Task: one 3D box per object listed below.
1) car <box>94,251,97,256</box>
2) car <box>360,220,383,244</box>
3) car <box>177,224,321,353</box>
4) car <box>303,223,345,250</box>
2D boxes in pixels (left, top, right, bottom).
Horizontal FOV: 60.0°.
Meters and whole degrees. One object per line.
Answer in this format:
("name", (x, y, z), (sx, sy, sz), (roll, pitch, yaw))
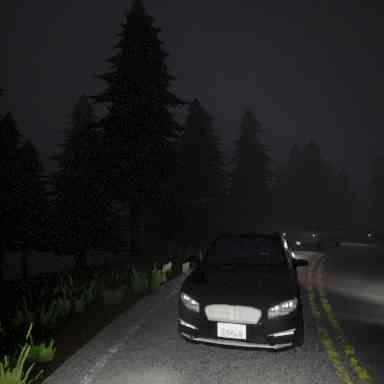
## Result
("car", (-20.261, 13.650, 72.972), (4.181, 1.381, 1.994), (-2, -5, 31))
("car", (15.848, 3.225, 26.458), (5.566, 2.045, 2.150), (8, -8, -28))
("car", (1.133, 1.561, 6.602), (2.128, 1.511, 4.902), (-1, -2, 15))
("car", (6.503, 2.308, 17.698), (1.895, 1.301, 4.718), (-3, -6, 39))
